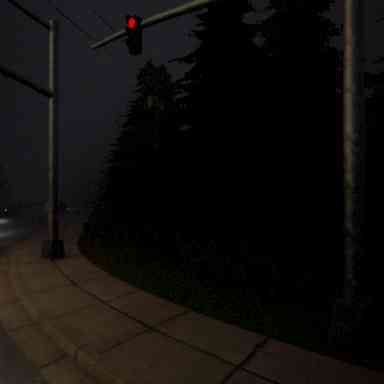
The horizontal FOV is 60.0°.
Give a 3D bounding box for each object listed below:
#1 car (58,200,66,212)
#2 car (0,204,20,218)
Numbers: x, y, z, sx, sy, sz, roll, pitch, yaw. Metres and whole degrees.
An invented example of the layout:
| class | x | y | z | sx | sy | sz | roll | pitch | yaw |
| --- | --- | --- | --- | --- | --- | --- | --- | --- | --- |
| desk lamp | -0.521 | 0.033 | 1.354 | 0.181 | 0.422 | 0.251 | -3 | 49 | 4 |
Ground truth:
| class | x | y | z | sx | sy | sz | roll | pitch | yaw |
| --- | --- | --- | --- | --- | --- | --- | --- | --- | --- |
| car | -17.932 | 1.804 | 44.371 | 2.128 | 1.511 | 4.902 | 0 | 0 | -15 |
| car | -18.847 | 1.834 | 33.426 | 1.895 | 1.301 | 4.718 | 0 | 0 | -15 |
